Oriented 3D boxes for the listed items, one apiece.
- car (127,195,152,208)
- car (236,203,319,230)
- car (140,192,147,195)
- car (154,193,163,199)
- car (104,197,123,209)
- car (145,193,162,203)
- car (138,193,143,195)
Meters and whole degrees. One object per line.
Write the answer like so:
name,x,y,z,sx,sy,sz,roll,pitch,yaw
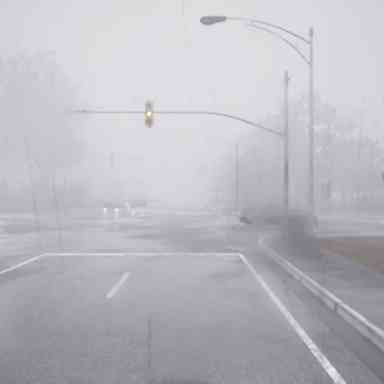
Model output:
car,-7.168,1.495,45.806,1.994,1.385,4.181,0,0,0
car,5.175,1.465,20.335,4.902,1.511,2.128,0,0,-3
car,-11.278,0.977,77.000,2.150,2.045,5.566,0,0,-3
car,-7.854,0.911,78.267,2.033,1.411,5.357,0,0,-4
car,-10.668,1.459,45.468,1.812,1.442,4.674,0,0,0
car,-7.250,1.416,63.030,2.033,1.411,5.357,0,0,0
car,-10.747,1.402,61.432,1.812,1.442,4.674,0,0,0
